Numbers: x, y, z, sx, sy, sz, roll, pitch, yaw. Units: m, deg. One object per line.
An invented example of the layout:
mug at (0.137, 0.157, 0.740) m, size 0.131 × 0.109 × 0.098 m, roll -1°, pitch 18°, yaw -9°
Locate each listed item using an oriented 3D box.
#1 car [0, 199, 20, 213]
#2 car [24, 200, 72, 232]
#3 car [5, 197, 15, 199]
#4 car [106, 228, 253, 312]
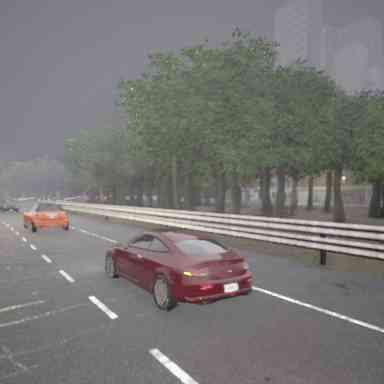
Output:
car at (-23.191, 1.916, 42.225) m, size 1.895 × 1.301 × 4.718 m, roll 0°, pitch -1°, yaw -33°
car at (-9.496, 1.515, 21.502) m, size 2.097 × 1.767 × 4.553 m, roll 0°, pitch -1°, yaw -33°
car at (-35.051, 1.835, 64.346) m, size 2.097 × 1.767 × 4.553 m, roll 0°, pitch 0°, yaw -19°
car at (-0.553, 1.589, 7.969) m, size 1.812 × 1.442 × 4.674 m, roll 0°, pitch -1°, yaw -33°
